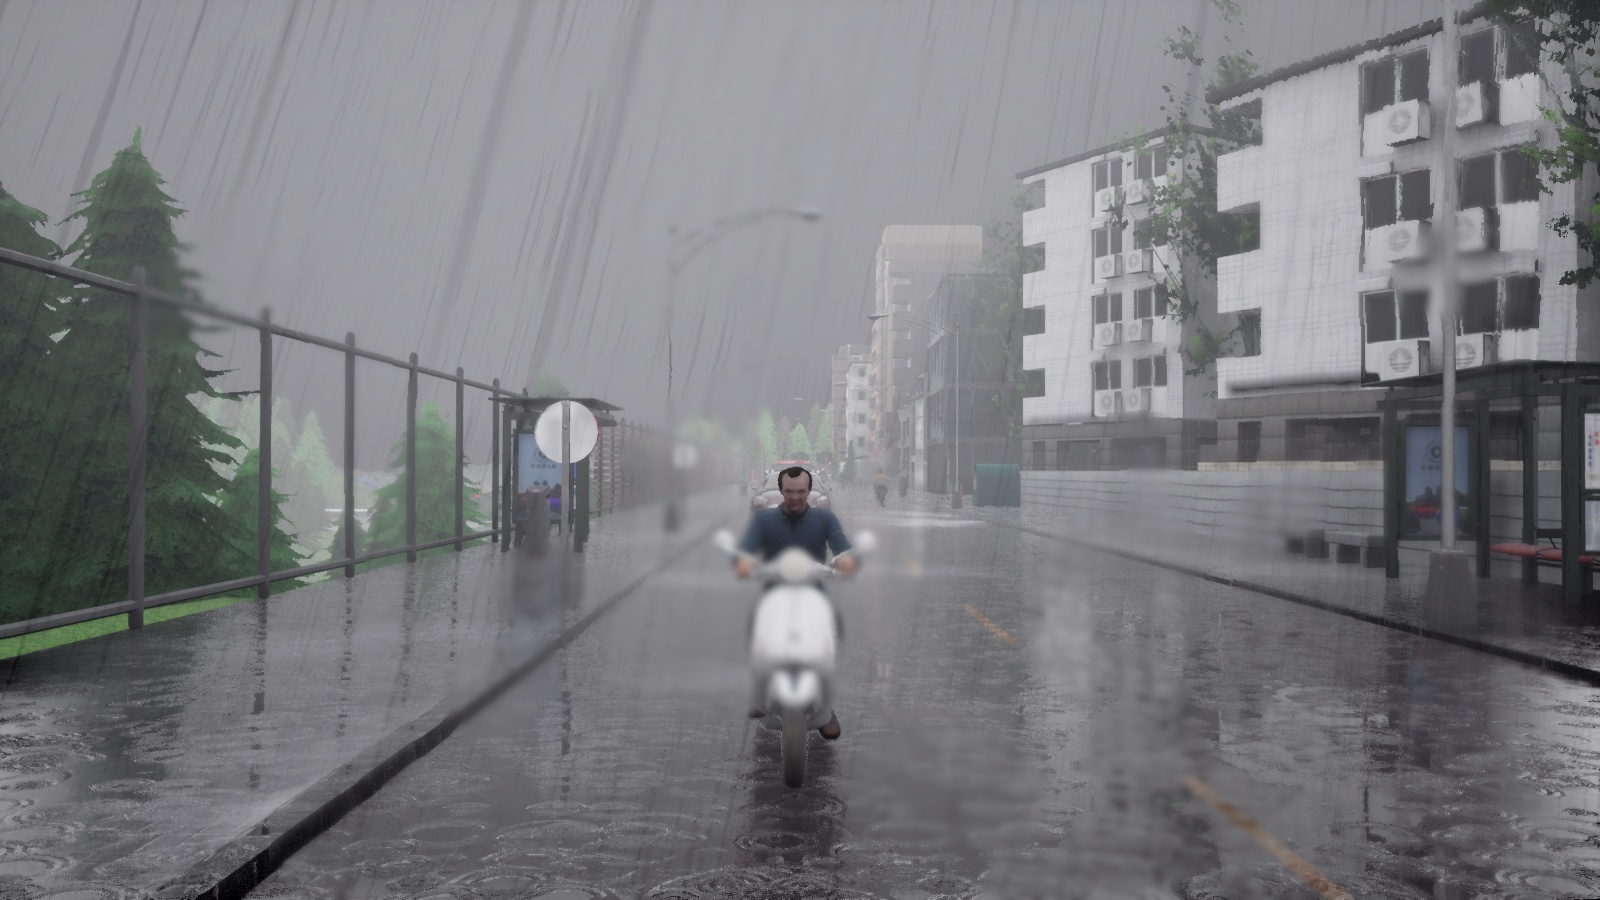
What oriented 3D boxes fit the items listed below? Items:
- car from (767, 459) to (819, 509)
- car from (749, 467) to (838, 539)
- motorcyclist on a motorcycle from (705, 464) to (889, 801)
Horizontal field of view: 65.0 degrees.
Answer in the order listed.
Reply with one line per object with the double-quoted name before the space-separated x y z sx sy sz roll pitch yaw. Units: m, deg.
"car" -0.307 1.445 54.358 2.150 2.045 5.566 0 -1 0
"car" -0.170 1.270 31.320 2.033 1.649 4.856 0 -1 0
"motorcyclist on a motorcycle" -0.021 0.883 6.858 0.866 1.590 1.817 0 -1 0
